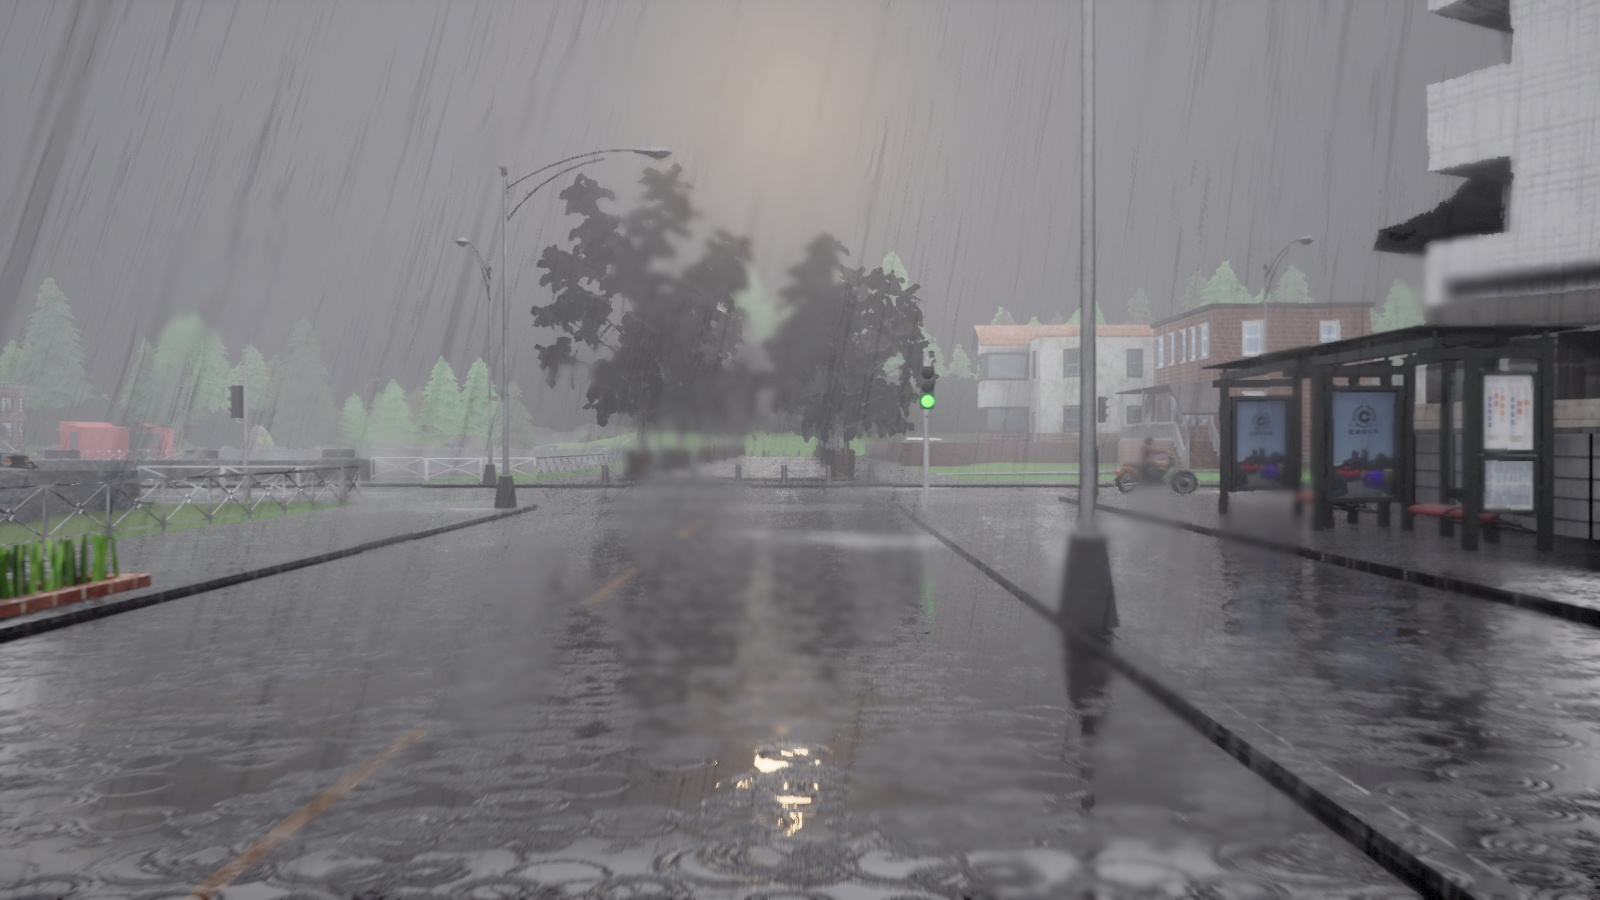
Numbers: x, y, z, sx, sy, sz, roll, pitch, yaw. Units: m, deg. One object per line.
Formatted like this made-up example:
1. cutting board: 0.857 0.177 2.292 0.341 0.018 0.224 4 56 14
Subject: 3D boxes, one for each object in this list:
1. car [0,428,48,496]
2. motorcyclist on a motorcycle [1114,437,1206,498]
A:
1. car: -23.957 0.321 35.817 3.866 1.878 1.905 0 0 0
2. motorcyclist on a motorcycle: 10.218 0.486 35.655 2.350 1.649 0.766 2 0 -1
